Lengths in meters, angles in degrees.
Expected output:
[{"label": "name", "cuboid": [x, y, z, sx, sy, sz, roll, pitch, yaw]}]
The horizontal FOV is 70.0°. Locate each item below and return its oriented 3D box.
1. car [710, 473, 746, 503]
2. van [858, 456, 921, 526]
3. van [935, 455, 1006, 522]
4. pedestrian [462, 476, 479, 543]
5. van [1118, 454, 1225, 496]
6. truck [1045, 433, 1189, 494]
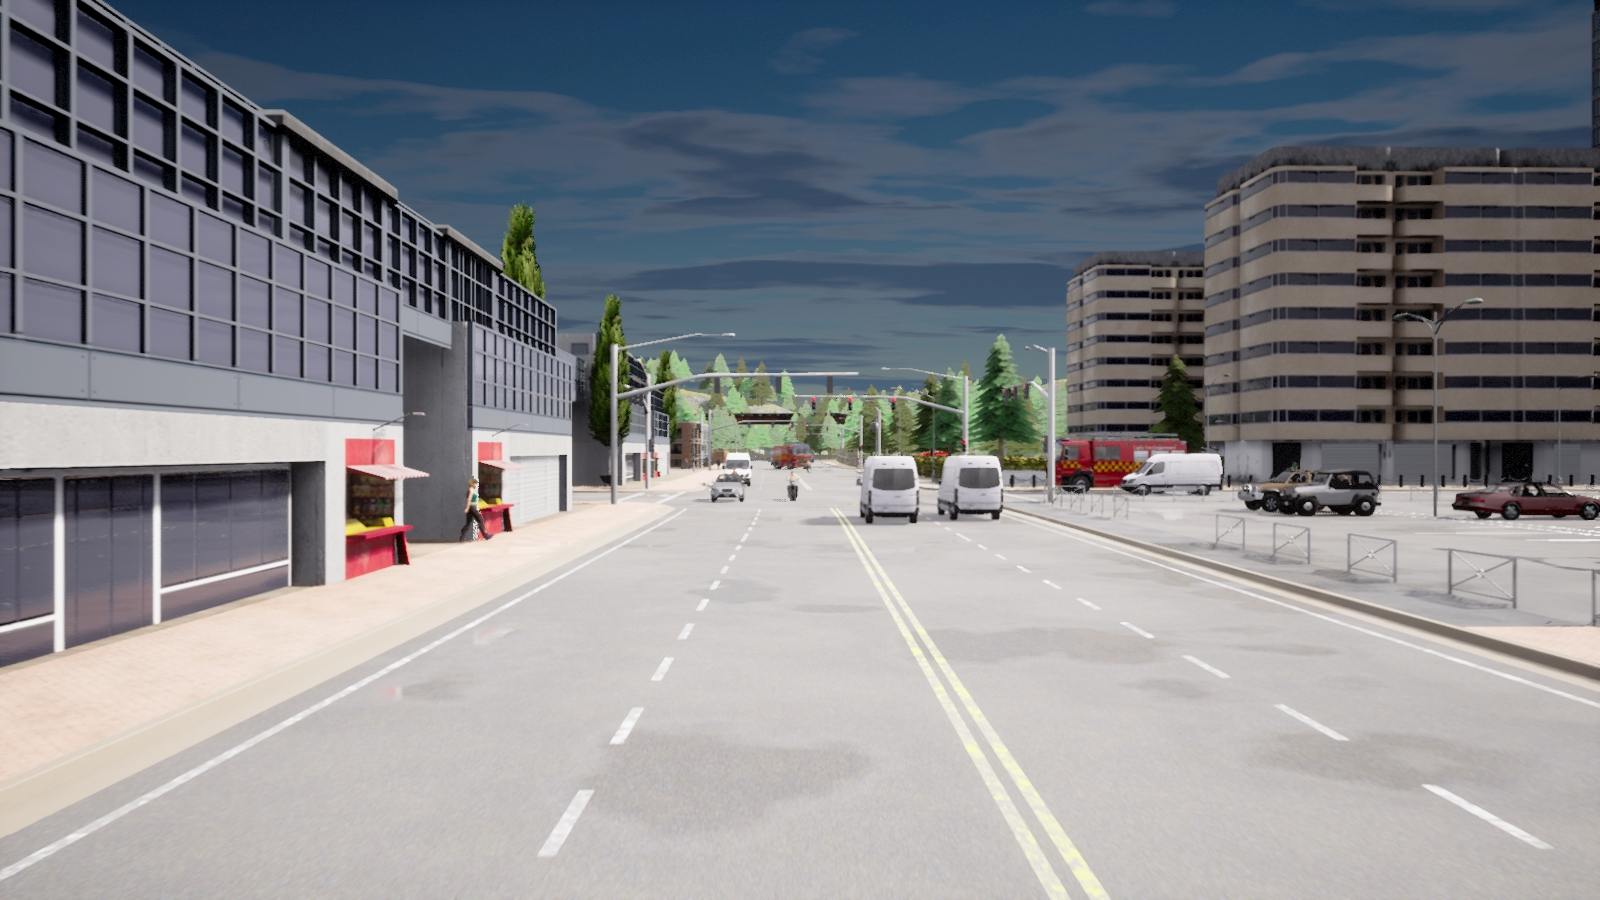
[{"label": "car", "cuboid": [-3.887, 2.046, 61.906, 1.816, 1.474, 4.193, 0, 0, -2]}, {"label": "van", "cuboid": [3.472, 1.520, 45.224, 1.988, 2.561, 5.915, 0, 0, 0]}, {"label": "van", "cuboid": [6.955, 1.520, 47.267, 1.988, 2.561, 5.915, 0, 0, 0]}, {"label": "pedestrian", "cuboid": [-9.370, 1.686, 32.475, 0.375, 1.860, 0.375, 0, 0, -31]}, {"label": "van", "cuboid": [22.690, 1.513, 69.954, 5.915, 2.561, 1.988, 0, 0, -2]}, {"label": "truck", "cuboid": [20.265, 0.868, 73.384, 8.468, 3.827, 2.891, 0, 0, -2]}]
